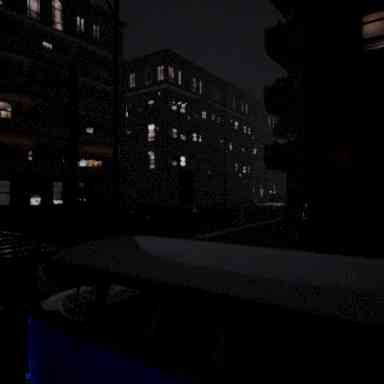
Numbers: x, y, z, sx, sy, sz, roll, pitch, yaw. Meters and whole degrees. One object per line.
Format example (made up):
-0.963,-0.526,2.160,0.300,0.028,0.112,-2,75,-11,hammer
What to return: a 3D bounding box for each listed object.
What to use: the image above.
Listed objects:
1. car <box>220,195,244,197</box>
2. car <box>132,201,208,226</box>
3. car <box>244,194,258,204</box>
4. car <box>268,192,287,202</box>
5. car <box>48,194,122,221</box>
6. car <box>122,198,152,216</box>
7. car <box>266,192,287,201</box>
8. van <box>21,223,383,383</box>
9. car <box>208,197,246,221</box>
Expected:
3.669,1.111,36.804,1.994,1.385,4.181,0,1,35,car
-1.191,1.382,19.808,1.947,1.339,4.313,1,2,35,car
7.986,0.939,47.448,1.947,1.339,4.313,1,2,35,car
13.410,0.664,50.507,1.994,1.385,4.181,0,1,35,car
-8.023,1.090,24.651,2.192,1.841,5.009,1,2,35,car
-4.823,1.239,29.215,1.887,1.381,4.507,1,2,35,car
14.389,0.779,56.564,1.947,1.339,4.313,1,2,35,car
0.285,1.344,2.662,3.998,1.788,1.690,0,0,36,van
2.011,1.318,24.366,1.802,1.307,4.206,1,2,35,car
